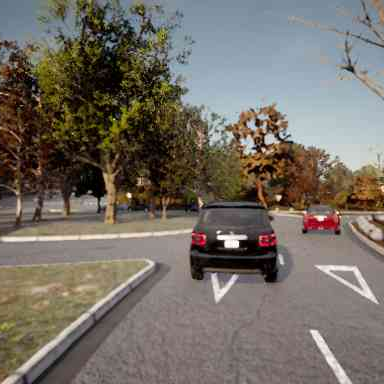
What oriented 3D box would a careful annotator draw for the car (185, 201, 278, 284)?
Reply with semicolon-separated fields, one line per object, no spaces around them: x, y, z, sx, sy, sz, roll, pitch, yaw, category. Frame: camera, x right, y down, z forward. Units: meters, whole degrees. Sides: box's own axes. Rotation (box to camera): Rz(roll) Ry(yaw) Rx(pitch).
1.299;1.281;10.019;2.150;2.045;5.566;0;-1;9;car

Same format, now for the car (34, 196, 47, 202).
-36.965;1.594;80.536;1.946;1.575;5.366;0;2;-15;car

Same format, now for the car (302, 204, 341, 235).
8.038;1.594;20.818;2.097;1.767;4.553;0;-1;21;car

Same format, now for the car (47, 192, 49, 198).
-38.400;1.376;85.865;1.946;1.575;5.366;0;2;-15;car

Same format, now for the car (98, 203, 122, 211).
-12.934;2.533;55.850;5.357;1.411;2.033;0;-1;-2;car

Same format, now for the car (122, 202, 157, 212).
-7.967;2.422;52.415;4.892;1.490;1.837;0;-1;22;car

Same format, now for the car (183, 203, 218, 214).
1.140;2.318;47.682;4.902;1.511;2.128;-1;-2;45;car
